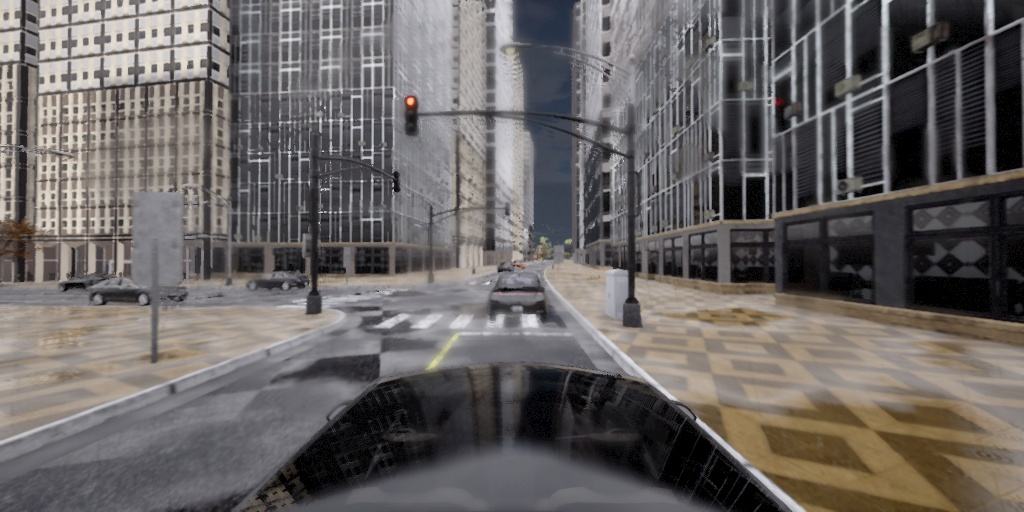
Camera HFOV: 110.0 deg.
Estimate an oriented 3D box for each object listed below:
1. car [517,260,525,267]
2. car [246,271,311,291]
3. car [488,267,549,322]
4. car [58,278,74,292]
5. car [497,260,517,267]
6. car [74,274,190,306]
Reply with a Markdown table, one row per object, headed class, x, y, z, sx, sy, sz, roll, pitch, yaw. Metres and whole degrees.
| class | x | y | z | sx | sy | sz | roll | pitch | yaw |
| --- | --- | --- | --- | --- | --- | --- | --- | --- | --- |
| car | 1.096 | 1.453 | 64.329 | 2.097 | 1.767 | 4.553 | 0 | 0 | 8 |
| car | -16.704 | 1.760 | 25.702 | 4.403 | 1.370 | 2.007 | 0 | 0 | 9 |
| car | 0.248 | 1.313 | 12.593 | 2.128 | 1.511 | 4.902 | 0 | 0 | 2 |
| car | -33.356 | 2.085 | 28.419 | 4.313 | 1.339 | 1.948 | 0 | 0 | 9 |
| car | -0.823 | 1.525 | 47.538 | 1.837 | 1.490 | 4.892 | 0 | 0 | 6 |
| car | -18.054 | 1.662 | 17.431 | 4.403 | 1.370 | 2.007 | 0 | 0 | 9 |
